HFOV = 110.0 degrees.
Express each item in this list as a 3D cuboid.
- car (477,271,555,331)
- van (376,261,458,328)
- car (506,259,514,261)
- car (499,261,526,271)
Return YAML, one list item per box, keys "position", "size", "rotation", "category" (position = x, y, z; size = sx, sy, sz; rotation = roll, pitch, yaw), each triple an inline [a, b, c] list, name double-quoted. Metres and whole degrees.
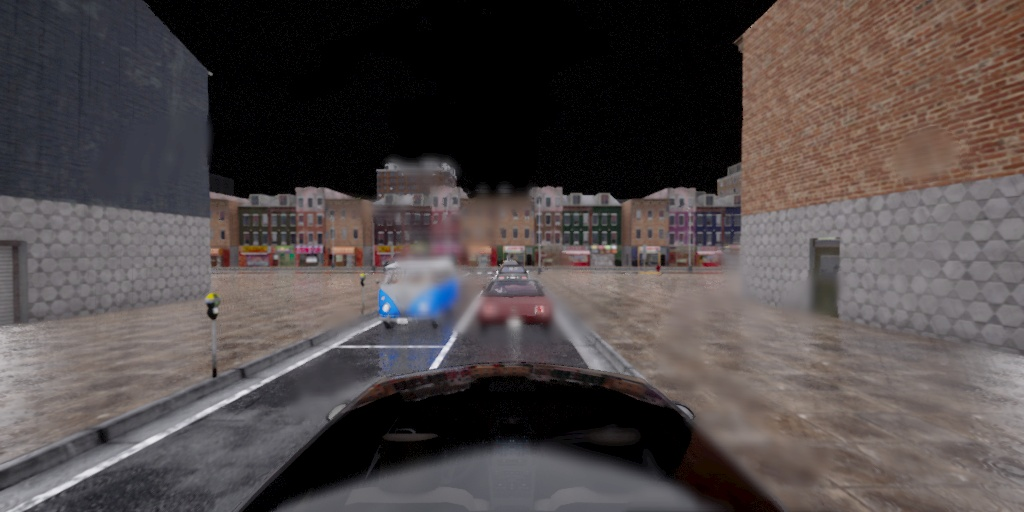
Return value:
- position: [0.075, 1.303, 10.747]
  size: [1.895, 1.301, 4.718]
  rotation: [0, 0, 0]
  category: "car"
- position: [-2.665, 1.042, 10.826]
  size: [1.690, 1.789, 3.998]
  rotation: [0, 0, 0]
  category: "van"
- position: [-0.187, 1.044, 33.158]
  size: [1.801, 1.575, 5.366]
  rotation: [0, 0, -2]
  category: "car"
- position: [0.038, 1.195, 21.342]
  size: [2.033, 1.411, 5.357]
  rotation: [0, 0, 0]
  category: "car"
